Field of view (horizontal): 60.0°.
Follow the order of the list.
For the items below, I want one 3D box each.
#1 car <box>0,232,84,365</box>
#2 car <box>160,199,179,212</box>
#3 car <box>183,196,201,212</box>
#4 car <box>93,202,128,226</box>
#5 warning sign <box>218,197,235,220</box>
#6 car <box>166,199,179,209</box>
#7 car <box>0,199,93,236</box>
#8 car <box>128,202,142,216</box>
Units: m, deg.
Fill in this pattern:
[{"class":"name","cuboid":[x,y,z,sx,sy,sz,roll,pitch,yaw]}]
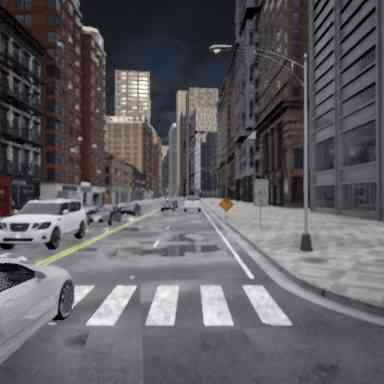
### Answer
[{"class":"car","cuboid":[-3.147,1.561,4.424,1.812,1.442,4.674,0,0,0]},{"class":"car","cuboid":[-3.149,1.871,44.427,2.033,1.411,5.357,0,0,0]},{"class":"car","cuboid":[0.046,1.539,43.650,2.150,2.045,5.566,0,0,0]},{"class":"car","cuboid":[-6.600,1.681,25.390,2.128,1.511,4.902,0,0,0]},{"class":"warning sign","cuboid":[2.848,1.320,27.642,1.300,1.860,1.060,0,-1,0]},{"class":"car","cuboid":[-3.243,1.905,55.024,1.837,1.490,4.892,0,0,0]},{"class":"car","cuboid":[-6.604,1.339,15.373,2.150,2.045,5.566,0,0,0]},{"class":"car","cuboid":[-6.586,1.809,35.773,2.033,1.411,5.357,0,0,1]}]
